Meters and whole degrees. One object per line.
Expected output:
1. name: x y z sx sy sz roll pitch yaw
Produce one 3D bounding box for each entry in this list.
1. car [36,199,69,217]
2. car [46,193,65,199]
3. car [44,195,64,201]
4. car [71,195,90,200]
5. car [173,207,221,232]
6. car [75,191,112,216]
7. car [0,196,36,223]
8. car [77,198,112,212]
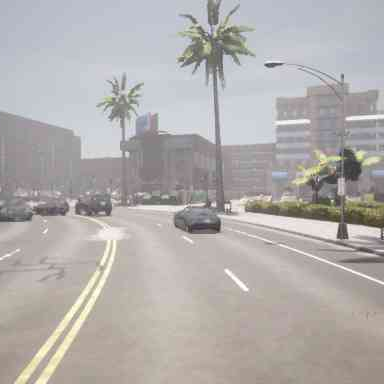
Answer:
1. car: -13.413 1.601 31.508 1.895 1.301 4.718 0 0 -39
2. car: -16.888 1.352 40.351 4.553 1.767 2.097 0 0 39
3. car: -33.346 1.405 80.228 4.193 1.474 1.816 0 0 18
4. car: -30.280 1.574 90.273 4.718 1.301 1.895 0 0 18
5. car: 0.207 1.564 20.096 1.994 1.385 4.181 0 0 -17
6. car: -9.659 1.221 32.498 2.150 2.045 5.566 0 0 -36
7. car: -13.804 1.352 25.864 2.097 1.767 4.553 0 0 -33
8. car: -11.846 1.478 40.239 1.882 1.535 5.008 0 0 -44
